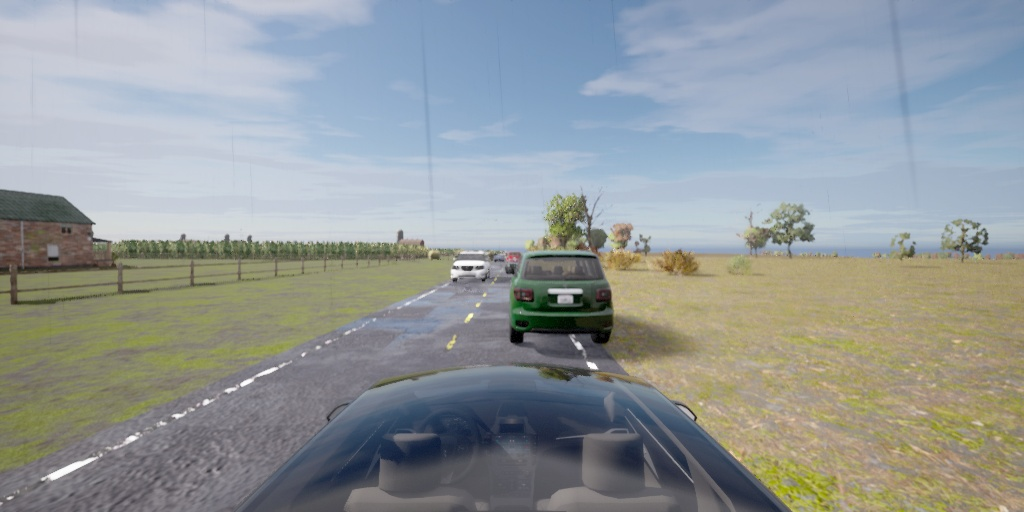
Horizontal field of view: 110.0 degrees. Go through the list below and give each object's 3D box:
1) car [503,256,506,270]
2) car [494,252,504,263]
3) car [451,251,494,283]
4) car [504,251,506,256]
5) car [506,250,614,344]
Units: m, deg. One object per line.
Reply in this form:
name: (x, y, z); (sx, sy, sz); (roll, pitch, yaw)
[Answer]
car: (0.322, 0.904, 36.076); (1.895, 1.301, 4.718); (0, 1, 1)
car: (-2.331, 0.474, 65.183); (2.033, 1.411, 5.357); (0, 1, 1)
car: (-2.683, 0.676, 24.393); (2.150, 2.045, 5.566); (0, 1, 0)
car: (0.373, 0.359, 48.784); (2.150, 2.045, 5.566); (0, 1, 1)
car: (1.025, 0.874, 9.433); (2.150, 2.045, 5.566); (0, 1, 0)
